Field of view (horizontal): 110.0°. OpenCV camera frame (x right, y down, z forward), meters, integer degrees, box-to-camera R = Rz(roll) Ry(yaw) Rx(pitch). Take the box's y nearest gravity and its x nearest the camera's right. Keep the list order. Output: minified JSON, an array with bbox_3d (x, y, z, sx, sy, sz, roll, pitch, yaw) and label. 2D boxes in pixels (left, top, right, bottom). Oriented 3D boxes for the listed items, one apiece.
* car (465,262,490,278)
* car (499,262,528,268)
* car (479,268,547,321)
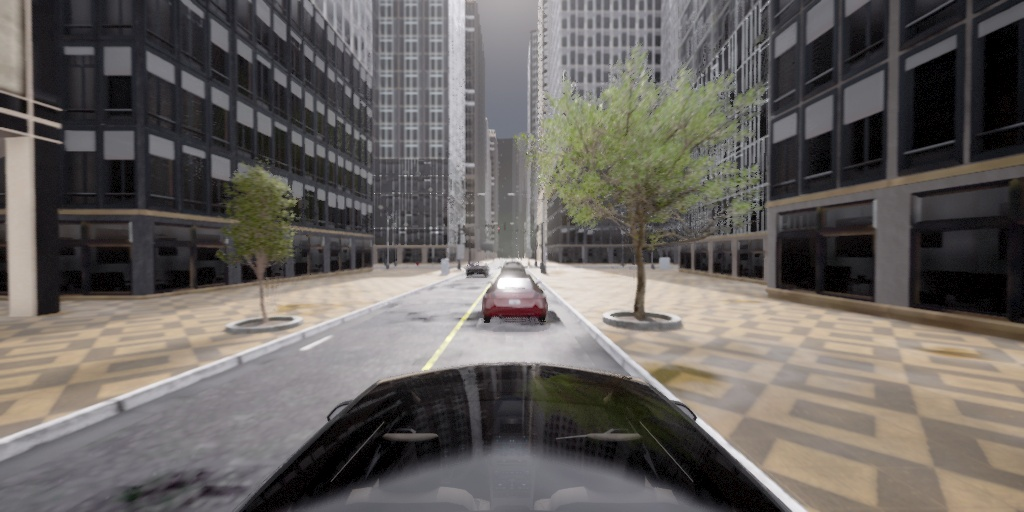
[{"bbox_3d":[-3.077,1.243,32.769,1.895,1.301,4.718,0,0,0],"label":"car"},{"bbox_3d":[0.086,1.165,26.881,1.837,1.490,4.892,0,0,0],"label":"car"},{"bbox_3d":[0.086,1.274,12.232,1.994,1.385,4.181,0,0,0],"label":"car"}]
